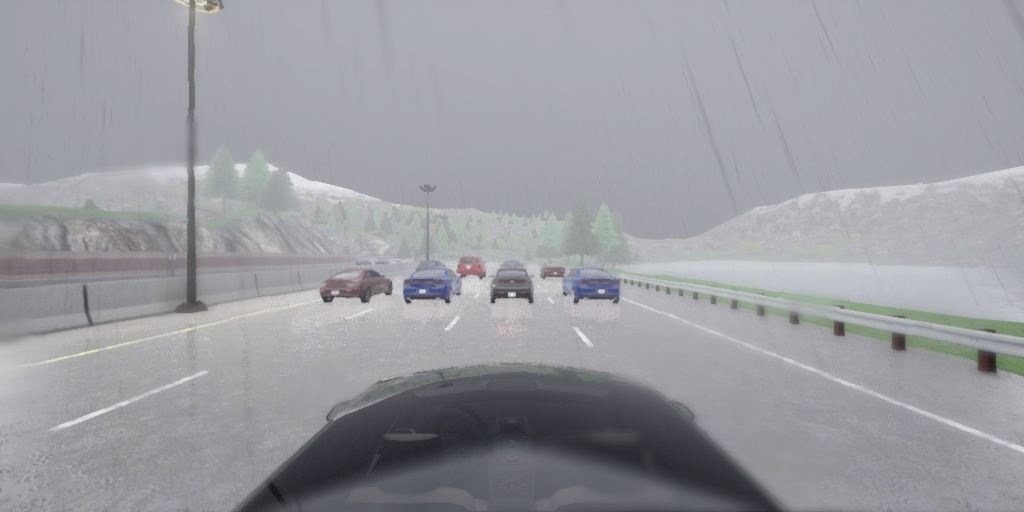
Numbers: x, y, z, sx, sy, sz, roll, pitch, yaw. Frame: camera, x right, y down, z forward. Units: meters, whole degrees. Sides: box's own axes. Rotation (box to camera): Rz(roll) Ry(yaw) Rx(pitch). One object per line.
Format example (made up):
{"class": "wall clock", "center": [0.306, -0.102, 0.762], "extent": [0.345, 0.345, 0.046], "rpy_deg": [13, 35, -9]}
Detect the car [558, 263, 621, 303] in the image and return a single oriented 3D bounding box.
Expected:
{"class": "car", "center": [3.500, 1.232, 16.500], "extent": [1.882, 1.535, 5.008], "rpy_deg": [0, 0, 0]}

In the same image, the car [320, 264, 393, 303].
{"class": "car", "center": [-7.000, 1.280, 16.500], "extent": [1.812, 1.442, 4.674], "rpy_deg": [0, 0, 0]}

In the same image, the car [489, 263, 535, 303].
{"class": "car", "center": [0.000, 1.264, 16.500], "extent": [1.837, 1.490, 4.892], "rpy_deg": [0, 0, 0]}

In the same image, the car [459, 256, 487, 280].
{"class": "car", "center": [-3.500, 1.005, 31.530], "extent": [2.150, 2.045, 5.566], "rpy_deg": [0, 0, 0]}

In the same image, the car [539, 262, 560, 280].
{"class": "car", "center": [3.500, 1.232, 31.500], "extent": [1.882, 1.535, 5.008], "rpy_deg": [0, 0, 0]}

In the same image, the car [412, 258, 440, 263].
{"class": "car", "center": [-7.000, 1.113, 31.470], "extent": [2.097, 1.767, 4.553], "rpy_deg": [0, 0, 0]}

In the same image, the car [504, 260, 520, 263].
{"class": "car", "center": [0.000, 1.114, 31.470], "extent": [2.097, 1.767, 4.553], "rpy_deg": [0, 0, 0]}

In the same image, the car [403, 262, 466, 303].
{"class": "car", "center": [-3.500, 1.232, 16.500], "extent": [1.882, 1.535, 5.008], "rpy_deg": [0, 0, 0]}
